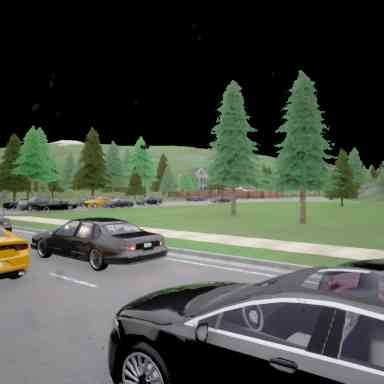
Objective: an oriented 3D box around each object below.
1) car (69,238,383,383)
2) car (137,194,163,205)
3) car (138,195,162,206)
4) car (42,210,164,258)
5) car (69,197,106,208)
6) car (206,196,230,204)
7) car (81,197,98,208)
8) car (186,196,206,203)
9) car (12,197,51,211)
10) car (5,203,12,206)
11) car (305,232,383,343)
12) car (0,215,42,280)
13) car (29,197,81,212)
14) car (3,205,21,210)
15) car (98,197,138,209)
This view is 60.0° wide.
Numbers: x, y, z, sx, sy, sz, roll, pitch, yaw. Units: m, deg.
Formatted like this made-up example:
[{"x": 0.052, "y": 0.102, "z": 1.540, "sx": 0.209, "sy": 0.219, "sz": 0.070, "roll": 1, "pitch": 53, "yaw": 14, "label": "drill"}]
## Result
[{"x": 1.230, "y": 1.492, "z": 3.073, "sx": 4.902, "sy": 1.511, "sz": 2.128, "roll": 0, "pitch": 0, "yaw": 38, "label": "car"}, {"x": -7.487, "y": 1.352, "z": 59.954, "sx": 2.097, "sy": 1.767, "sz": 4.553, "roll": 0, "pitch": 0, "yaw": 39, "label": "car"}, {"x": -7.164, "y": 1.503, "z": 54.752, "sx": 1.837, "sy": 1.490, "sz": 4.892, "roll": 0, "pitch": 0, "yaw": 39, "label": "car"}, {"x": -3.233, "y": 1.547, "z": 10.949, "sx": 5.357, "sy": 1.411, "sz": 2.033, "roll": 0, "pitch": 0, "yaw": 38, "label": "car"}, {"x": -15.579, "y": 1.491, "z": 49.796, "sx": 2.128, "sy": 1.511, "sz": 4.902, "roll": 0, "pitch": 0, "yaw": 38, "label": "car"}, {"x": 5.489, "y": 1.492, "z": 64.949, "sx": 2.128, "sy": 1.511, "sz": 4.902, "roll": 0, "pitch": 0, "yaw": 39, "label": "car"}, {"x": -13.004, "y": 1.478, "z": 47.413, "sx": 1.882, "sy": 1.535, "sz": 5.008, "roll": 0, "pitch": 0, "yaw": 38, "label": "car"}, {"x": 1.037, "y": 1.488, "z": 70.543, "sx": 2.033, "sy": 1.411, "sz": 5.357, "roll": 0, "pitch": 0, "yaw": 38, "label": "car"}, {"x": -18.662, "y": 1.352, "z": 40.295, "sx": 2.097, "sy": 1.767, "sz": 4.553, "roll": 0, "pitch": 0, "yaw": 38, "label": "car"}, {"x": -21.377, "y": 1.601, "z": 42.504, "sx": 1.895, "sy": 1.301, "sz": 4.718, "roll": 0, "pitch": 0, "yaw": 38, "label": "car"}, {"x": 4.196, "y": 1.564, "z": 5.194, "sx": 4.181, "sy": 1.385, "sz": 1.994, "roll": 0, "pitch": 0, "yaw": 38, "label": "car"}, {"x": -6.241, "y": 1.478, "z": 8.854, "sx": 5.008, "sy": 1.535, "sz": 1.882, "roll": 0, "pitch": 0, "yaw": 38, "label": "car"}, {"x": -15.741, "y": 1.601, "z": 38.340, "sx": 1.895, "sy": 1.301, "sz": 4.718, "roll": 0, "pitch": 0, "yaw": 38, "label": "car"}, {"x": -11.219, "y": 1.547, "z": 17.090, "sx": 5.357, "sy": 1.411, "sz": 2.033, "roll": 0, "pitch": 0, "yaw": 38, "label": "car"}, {"x": -10.055, "y": 1.526, "z": 45.472, "sx": 1.812, "sy": 1.442, "sz": 4.674, "roll": 0, "pitch": 0, "yaw": 39, "label": "car"}]
